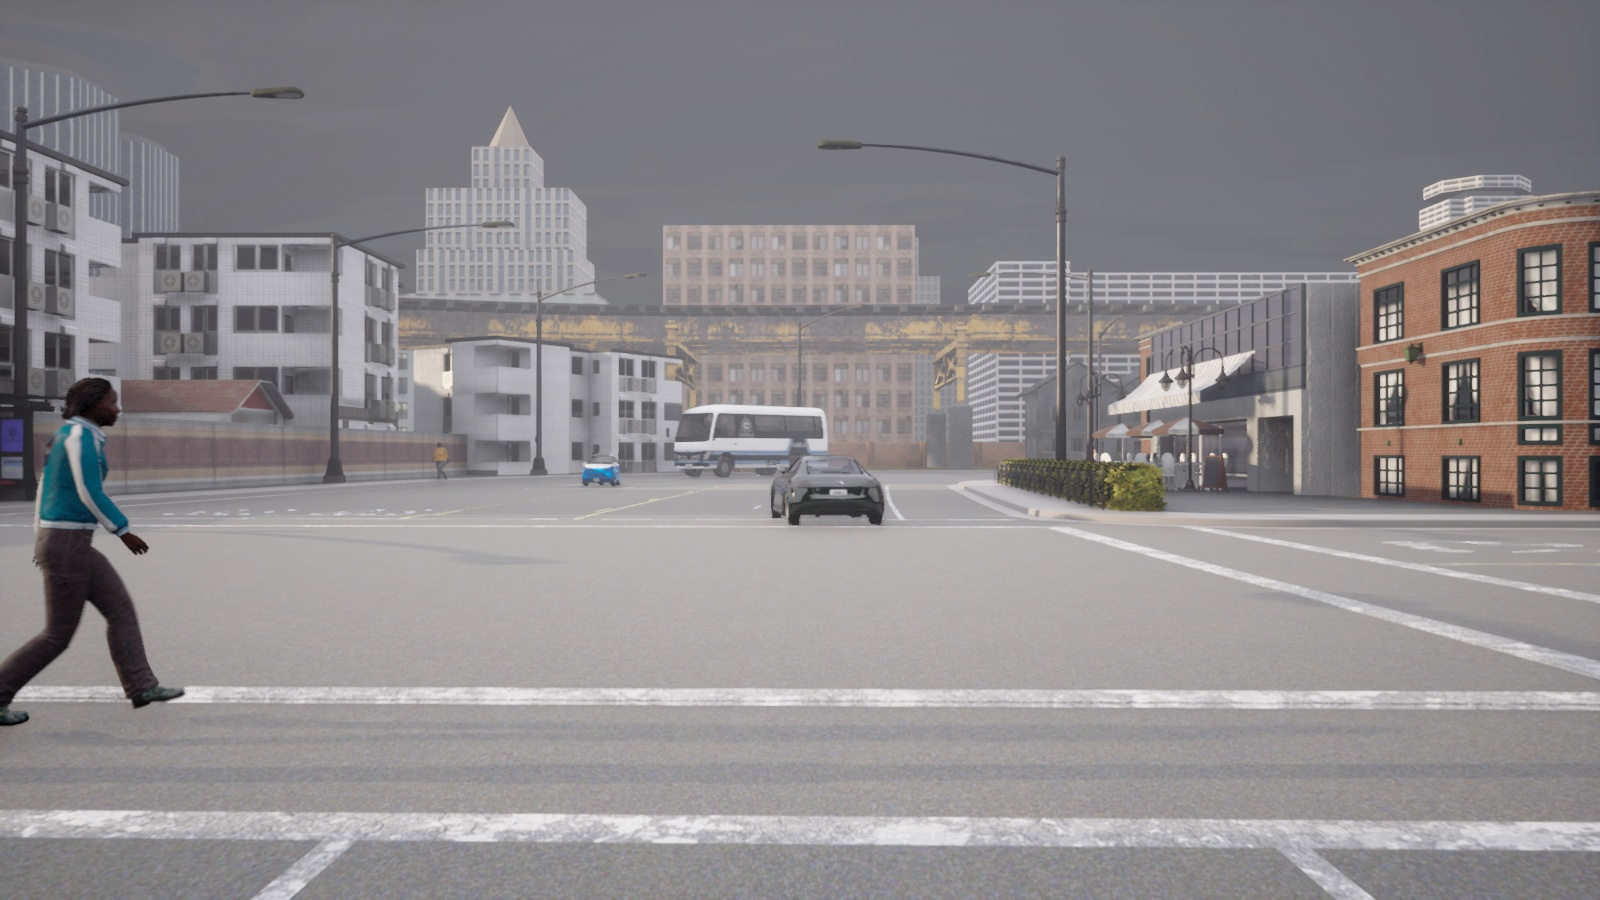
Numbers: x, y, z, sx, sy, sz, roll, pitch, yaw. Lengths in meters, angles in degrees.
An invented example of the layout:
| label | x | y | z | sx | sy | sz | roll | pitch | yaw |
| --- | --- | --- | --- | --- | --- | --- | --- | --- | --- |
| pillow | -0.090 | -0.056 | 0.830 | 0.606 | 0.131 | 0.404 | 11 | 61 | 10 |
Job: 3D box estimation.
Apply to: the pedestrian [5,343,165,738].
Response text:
| label | x | y | z | sx | sy | sz | roll | pitch | yaw |
| --- | --- | --- | --- | --- | --- | --- | --- | --- | --- |
| pedestrian | -3.699 | 0.445 | 6.497 | 0.692 | 1.930 | 0.396 | 0 | 0 | -33 |

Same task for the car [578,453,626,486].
| label | x | y | z | sx | sy | sz | roll | pitch | yaw |
| --- | --- | --- | --- | --- | --- | --- | --- | --- | --- |
| car | -8.435 | 0.840 | 53.705 | 1.481 | 1.376 | 2.207 | 0 | -1 | 7 |

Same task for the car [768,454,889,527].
| label | x | y | z | sx | sy | sz | roll | pitch | yaw |
| --- | --- | --- | --- | --- | --- | --- | --- | --- | --- |
| car | 0.505 | 0.790 | 26.298 | 1.994 | 1.385 | 4.181 | 0 | 0 | -6 |

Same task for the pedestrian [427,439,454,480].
| label | x | y | z | sx | sy | sz | roll | pitch | yaw |
| --- | --- | --- | --- | --- | --- | --- | --- | --- | --- |
| pedestrian | -16.778 | 0.438 | 58.613 | 0.874 | 1.855 | 0.900 | 0 | 0 | 20 |

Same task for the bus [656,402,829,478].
| label | x | y | z | sx | sy | sz | roll | pitch | yaw |
| --- | --- | --- | --- | --- | --- | --- | --- | --- | --- |
| bus | -3.257 | -0.521 | 74.633 | 10.273 | 4.253 | 3.944 | 0 | -1 | -45 |
